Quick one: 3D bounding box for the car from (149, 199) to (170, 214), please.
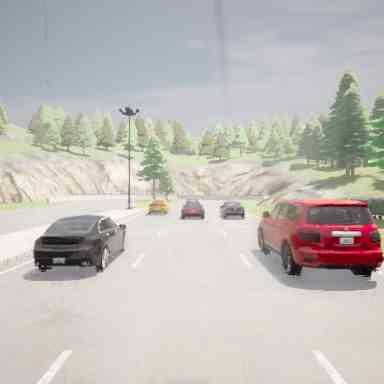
[{"bbox_3d":[-3.403,1.478,35.148,1.882,1.535,5.008,0,0,0],"label":"car"}]

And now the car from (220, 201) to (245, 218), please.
[{"bbox_3d":[3.593,1.548,29.982,2.033,1.411,5.357,0,0,0],"label":"car"}]

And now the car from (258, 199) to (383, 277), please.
[{"bbox_3d":[3.601,1.222,10.420,2.150,2.045,5.566,0,0,0],"label":"car"}]

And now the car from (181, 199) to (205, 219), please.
[{"bbox_3d":[0.089,1.564,29.619,1.994,1.385,4.181,0,0,0],"label":"car"}]

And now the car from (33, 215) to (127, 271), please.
[{"bbox_3d":[-3.400,1.504,10.928,1.837,1.490,4.892,0,0,0],"label":"car"}]

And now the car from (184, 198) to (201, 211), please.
[{"bbox_3d":[0.103,1.547,41.282,2.033,1.411,5.357,0,0,1],"label":"car"}]
